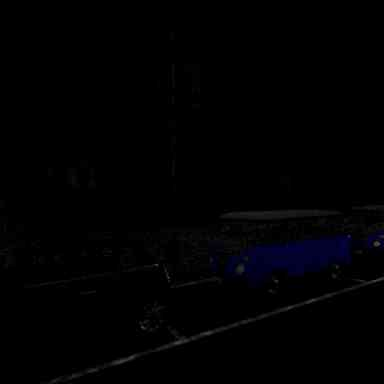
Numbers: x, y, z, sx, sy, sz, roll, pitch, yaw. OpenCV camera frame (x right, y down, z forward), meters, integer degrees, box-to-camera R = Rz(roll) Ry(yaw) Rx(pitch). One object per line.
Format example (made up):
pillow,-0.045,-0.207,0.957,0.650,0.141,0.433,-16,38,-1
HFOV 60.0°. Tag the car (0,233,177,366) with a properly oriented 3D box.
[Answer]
car,-2.340,1.440,4.980,4.097,1.590,1.967,0,0,-35

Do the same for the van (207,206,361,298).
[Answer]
van,2.250,1.337,8.251,3.998,1.788,1.690,0,0,-35

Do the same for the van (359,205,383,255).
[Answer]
van,6.840,1.334,11.522,3.998,1.788,1.690,0,0,-35
